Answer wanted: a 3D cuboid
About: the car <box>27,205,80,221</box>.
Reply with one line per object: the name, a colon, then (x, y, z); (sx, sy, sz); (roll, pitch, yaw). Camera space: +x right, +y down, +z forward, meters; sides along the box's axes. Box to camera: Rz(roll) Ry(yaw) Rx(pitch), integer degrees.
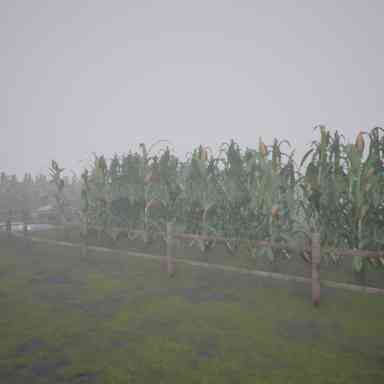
car: (-10.990, 1.683, 26.231); (1.994, 1.385, 4.181); (-1, -1, 37)
